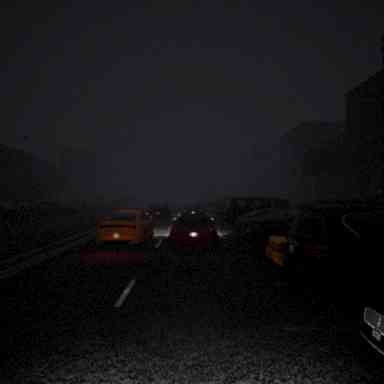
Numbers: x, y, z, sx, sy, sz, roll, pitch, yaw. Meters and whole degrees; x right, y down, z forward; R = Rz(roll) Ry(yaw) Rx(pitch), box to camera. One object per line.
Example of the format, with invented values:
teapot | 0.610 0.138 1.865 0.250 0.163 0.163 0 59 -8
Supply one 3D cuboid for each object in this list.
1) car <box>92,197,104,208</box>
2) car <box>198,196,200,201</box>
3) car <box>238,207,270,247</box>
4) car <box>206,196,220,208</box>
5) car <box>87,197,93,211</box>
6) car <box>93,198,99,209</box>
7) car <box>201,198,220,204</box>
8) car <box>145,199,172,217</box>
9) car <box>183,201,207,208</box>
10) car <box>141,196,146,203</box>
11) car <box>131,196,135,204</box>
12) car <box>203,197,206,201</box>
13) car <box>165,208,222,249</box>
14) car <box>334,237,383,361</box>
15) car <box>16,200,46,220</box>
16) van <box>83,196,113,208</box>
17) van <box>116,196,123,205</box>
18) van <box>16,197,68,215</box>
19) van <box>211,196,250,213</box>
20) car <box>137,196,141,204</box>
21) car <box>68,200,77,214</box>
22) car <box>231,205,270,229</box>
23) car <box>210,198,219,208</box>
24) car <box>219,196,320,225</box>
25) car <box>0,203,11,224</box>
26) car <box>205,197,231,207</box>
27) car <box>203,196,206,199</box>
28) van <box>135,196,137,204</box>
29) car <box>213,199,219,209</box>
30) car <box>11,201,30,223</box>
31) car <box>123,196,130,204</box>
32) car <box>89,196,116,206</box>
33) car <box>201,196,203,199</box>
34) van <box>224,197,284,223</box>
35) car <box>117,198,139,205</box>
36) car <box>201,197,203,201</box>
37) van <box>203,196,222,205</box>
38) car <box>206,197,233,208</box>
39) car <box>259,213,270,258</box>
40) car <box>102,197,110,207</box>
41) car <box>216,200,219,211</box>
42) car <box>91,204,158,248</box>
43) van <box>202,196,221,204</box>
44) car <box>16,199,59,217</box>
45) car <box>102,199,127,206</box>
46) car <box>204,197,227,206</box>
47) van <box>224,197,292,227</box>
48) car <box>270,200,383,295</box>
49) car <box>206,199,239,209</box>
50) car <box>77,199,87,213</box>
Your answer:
car | -15.490 1.876 47.277 4.674 1.452 2.002 0 -1 0
car | 4.530 2.136 73.597 5.366 1.575 1.946 0 -1 0
car | 4.708 1.598 15.305 4.674 1.452 2.002 0 0 0
car | 4.684 1.469 37.476 5.566 2.045 2.435 0 -1 0
car | -15.477 1.779 41.763 4.892 1.521 2.231 0 -1 0
car | -15.515 1.836 44.521 4.792 1.488 2.163 0 -1 0
car | 4.709 2.285 84.714 4.892 1.521 2.231 0 -1 0
car | -2.921 1.665 31.143 1.882 1.535 5.008 0 -1 0
car | 0.073 1.742 30.065 1.994 1.385 4.181 0 0 0
car | -15.544 2.084 85.883 5.566 2.045 2.435 0 -1 0
car | -15.511 2.148 72.091 5.008 1.535 2.097 0 -1 0
car | 4.528 1.771 43.030 5.366 1.575 1.946 0 -1 0
car | 0.073 1.640 14.997 1.994 1.385 4.181 0 0 0
car | 4.717 1.502 4.124 4.892 1.521 2.231 0 0 0
car | -15.468 1.654 27.979 4.892 1.521 2.231 0 0 0
van | -15.610 1.706 55.551 4.442 1.987 1.878 0 -1 0
van | -15.615 1.773 61.064 4.442 1.987 1.878 0 -1 0
van | -15.360 1.475 33.618 4.442 1.987 1.878 0 0 0
van | 4.596 1.521 40.253 4.442 1.987 1.878 0 -1 0
car | -15.538 1.973 77.609 5.566 2.045 2.435 0 -1 0
car | -15.477 1.764 36.249 4.674 1.452 2.002 0 -1 0
car | 4.709 1.614 18.019 4.674 1.452 2.002 0 0 0
car | 4.706 1.698 34.693 4.892 1.521 2.231 0 0 0
car | 4.740 1.341 20.800 5.566 2.045 2.435 0 0 0
car | -15.464 1.611 22.465 4.892 1.521 2.231 0 0 0
car | 4.683 1.832 59.705 4.553 1.767 2.185 0 -1 0
car | 4.685 1.550 45.810 5.566 2.045 2.435 0 -1 0
van | -15.391 1.960 74.851 4.442 1.987 1.878 0 -1 0
car | 4.682 1.703 31.914 4.792 1.488 2.163 0 0 0
car | -15.466 1.631 25.223 4.892 1.521 2.231 0 0 0
car | -15.314 2.033 63.820 5.366 1.575 1.946 0 -1 0
car | -15.520 1.647 52.794 5.566 2.045 2.435 0 -1 0
car | 4.710 2.028 65.258 5.008 1.535 2.097 0 -1 0
van | 4.829 1.405 26.357 4.442 1.987 1.878 0 0 0
car | -15.506 2.263 80.488 5.008 1.535 2.097 0 -1 0
car | 4.720 1.994 62.481 4.892 1.521 2.231 0 -1 0
van | 4.832 1.986 79.158 4.442 1.987 1.878 0 -1 0
car | 4.683 1.799 56.925 4.553 1.767 2.185 0 -1 0
car | 4.896 1.525 9.683 5.366 1.575 1.946 0 0 0
car | -15.495 1.866 50.035 5.008 1.535 2.097 0 -1 0
car | 4.709 1.692 29.260 4.674 1.452 2.002 0 0 0
car | -2.926 1.556 15.356 1.882 1.535 5.008 0 0 0
van | 4.833 2.022 81.937 4.442 1.987 1.878 0 -1 0
car | -15.470 1.676 30.735 4.892 1.521 2.231 0 0 0
car | -15.499 2.112 66.576 4.674 1.452 2.002 0 -1 0
car | 4.746 1.939 68.041 4.553 1.767 2.185 0 -1 0
van | 4.595 1.384 23.580 4.442 1.987 1.878 0 0 0
car | 4.740 1.263 6.904 5.566 2.045 2.435 0 0 0
car | 4.707 1.861 51.366 4.892 1.521 2.231 0 -1 0
car | -15.667 1.748 39.007 5.366 1.575 1.946 0 -1 0
